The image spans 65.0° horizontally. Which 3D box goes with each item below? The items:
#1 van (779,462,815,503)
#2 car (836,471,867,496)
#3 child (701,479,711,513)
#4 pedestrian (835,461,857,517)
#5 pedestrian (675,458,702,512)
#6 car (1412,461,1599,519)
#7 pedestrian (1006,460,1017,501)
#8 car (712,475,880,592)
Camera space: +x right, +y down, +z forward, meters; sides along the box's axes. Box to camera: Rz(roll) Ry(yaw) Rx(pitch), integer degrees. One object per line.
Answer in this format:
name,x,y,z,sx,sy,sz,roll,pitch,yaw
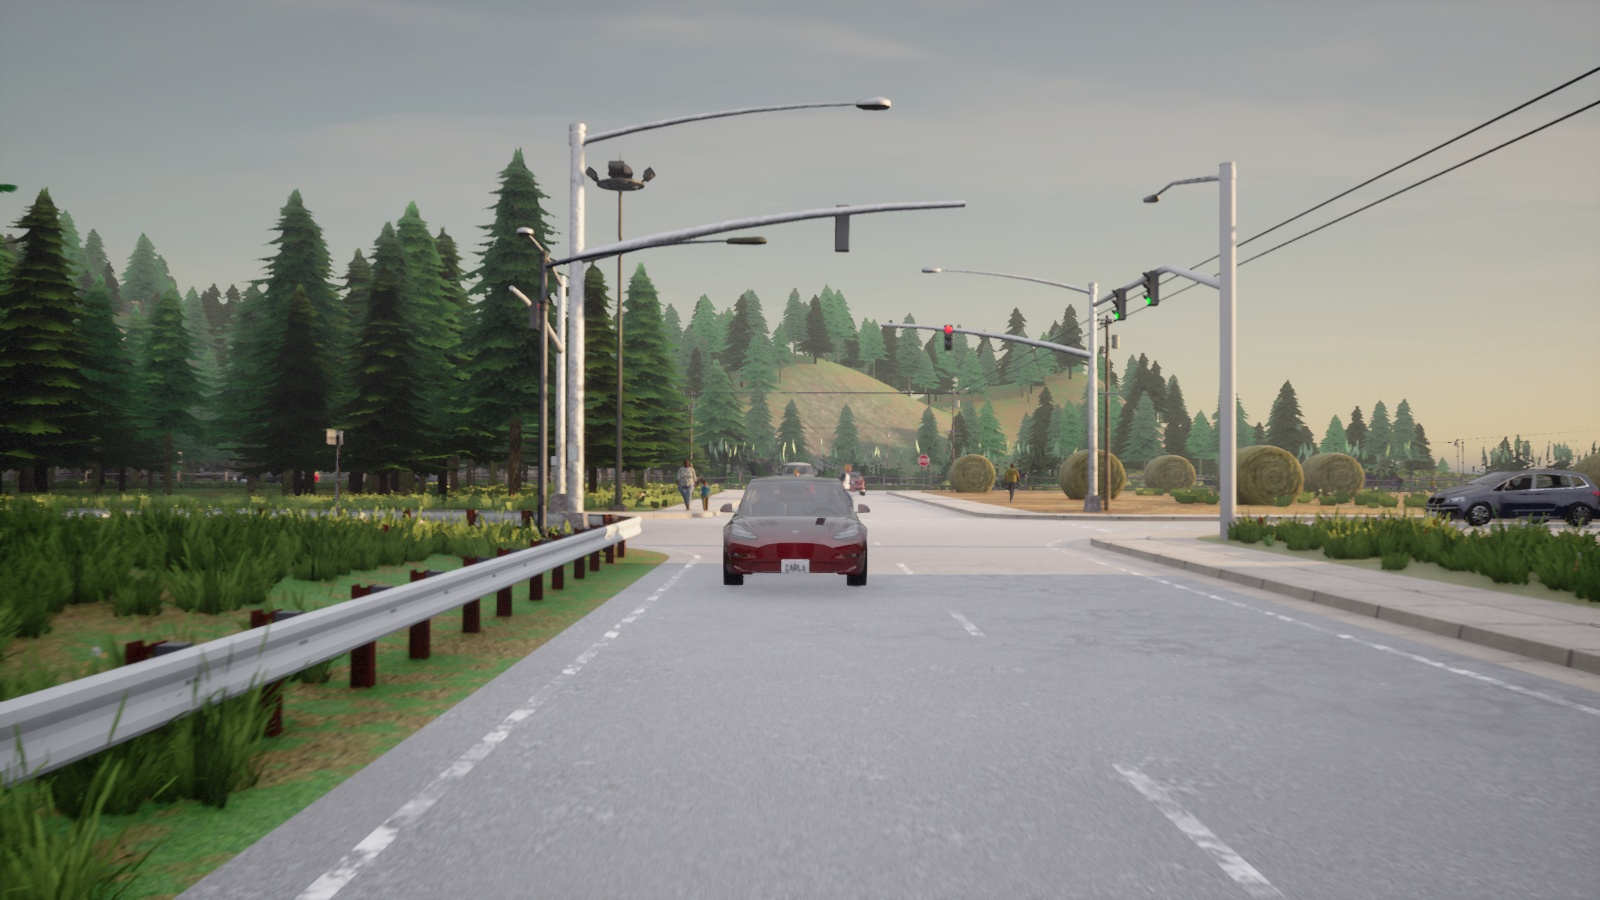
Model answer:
van,-0.155,1.630,63.447,1.775,1.987,4.442,0,-1,0
car,3.305,2.133,80.834,1.789,1.549,3.705,0,-1,0
child,-3.272,1.595,43.728,0.343,1.192,0.448,0,-1,0
pedestrian,1.529,1.293,41.673,0.706,1.836,0.354,0,-1,3
pedestrian,-3.886,1.217,43.702,0.874,1.855,0.900,0,-1,-1
car,20.911,1.165,37.035,4.611,1.667,2.242,0,-1,-1
pedestrian,9.513,1.361,56.408,0.370,1.835,0.726,-1,-1,19
car,-0.061,1.127,18.639,2.163,1.488,4.792,0,-1,0
